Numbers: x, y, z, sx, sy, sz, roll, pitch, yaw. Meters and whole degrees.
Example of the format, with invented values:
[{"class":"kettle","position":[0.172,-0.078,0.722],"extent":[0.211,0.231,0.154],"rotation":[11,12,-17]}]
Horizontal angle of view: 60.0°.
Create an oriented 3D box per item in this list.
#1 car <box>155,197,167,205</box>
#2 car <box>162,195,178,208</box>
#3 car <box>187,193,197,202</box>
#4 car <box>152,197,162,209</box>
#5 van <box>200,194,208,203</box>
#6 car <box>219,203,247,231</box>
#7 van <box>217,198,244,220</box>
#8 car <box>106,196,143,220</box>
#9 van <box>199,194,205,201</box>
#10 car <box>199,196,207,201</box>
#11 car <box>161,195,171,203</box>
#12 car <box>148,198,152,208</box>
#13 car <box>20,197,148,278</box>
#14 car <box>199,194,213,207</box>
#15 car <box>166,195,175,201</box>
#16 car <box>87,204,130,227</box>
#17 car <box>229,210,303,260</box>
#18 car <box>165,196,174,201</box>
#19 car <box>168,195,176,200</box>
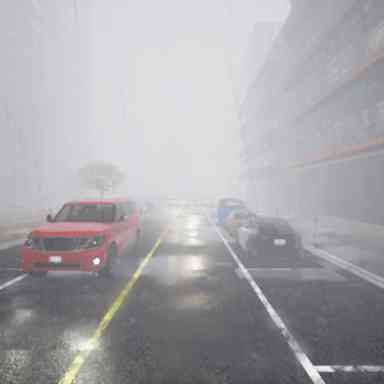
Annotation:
[{"class":"car","position":[-5.710,1.609,61.950],"extent":[1.947,1.339,4.313],"rotation":[0,0,0]},{"class":"car","position":[-3.088,1.554,49.480],"extent":[1.812,1.442,4.674],"rotation":[0,0,0]},{"class":"car","position":[-0.019,1.513,70.013],"extent":[1.895,1.301,4.718],"rotation":[0,0,0]},{"class":"car","position":[-5.705,1.575,45.381],"extent":[2.008,1.369,4.403],"rotation":[0,0,0]},{"class":"van","position":[2.668,1.400,72.998],"extent":[1.690,1.788,3.998],"rotation":[0,0,0]},{"class":"car","position":[2.683,1.528,17.939],"extent":[1.752,1.417,4.829],"rotation":[0,0,0]},{"class":"van","position":[2.681,1.346,23.292],"extent":[1.690,1.788,3.998],"rotation":[0,0,0]},{"class":"car","position":[-5.701,1.324,28.812],"extent":[2.192,1.841,5.009],"rotation":[0,0,0]},{"class":"van","position":[2.663,1.432,89.565],"extent":[1.690,1.788,3.998],"rotation":[0,0,0]},{"class":"car","position":[2.665,1.624,84.042],"extent":[1.887,1.381,4.507],"rotation":[0,0,0]},{"class":"car","position":[-5.713,1.500,72.996],"extent":[1.967,1.590,4.097],"rotation":[0,0,0]},{"class":"car","position":[-5.702,1.565,34.336],"extent":[2.008,1.369,4.403],"rotation":[0,0,0]},{"class":"car","position":[-3.056,1.222,10.542],"extent":[2.150,2.045,5.566],"rotation":[0,0,3]},{"class":"car","position":[2.336,1.489,52.472],"extent":[1.801,1.575,5.366],"rotation":[0,0,0]},{"class":"car","position":[-5.717,1.642,89.564],"extent":[2.008,1.369,4.403],"rotation":[0,0,0]},{"class":"car","position":[-5.699,1.572,23.290],"extent":[1.947,1.339,4.313],"rotation":[0,0,0]},{"class":"car","position":[2.685,1.566,12.246],"extent":[1.947,1.339,4.313],"rotation":[0,0,0]},{"class":"car","position":[-5.716,1.631,84.040],"extent":[2.008,1.369,4.403],"rotation":[0,0,0]},{"class":"car","position":[-5.719,1.542,95.087],"extent":[1.967,1.590,4.097],"rotation":[0,0,0]}]
